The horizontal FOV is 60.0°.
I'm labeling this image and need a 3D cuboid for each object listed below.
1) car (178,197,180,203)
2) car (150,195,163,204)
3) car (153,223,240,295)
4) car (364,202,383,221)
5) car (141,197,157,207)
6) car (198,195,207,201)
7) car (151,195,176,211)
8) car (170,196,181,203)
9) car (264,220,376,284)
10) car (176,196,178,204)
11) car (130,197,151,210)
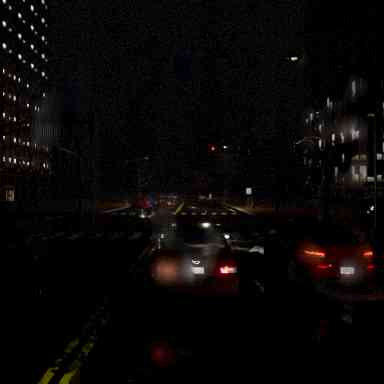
[{"bbox_3d":[-3.418,1.421,59.127,2.128,1.511,4.902,0,0,0],"label":"car"},{"bbox_3d":[-6.674,1.427,62.522,1.837,1.490,4.892,0,0,0],"label":"car"},{"bbox_3d":[0.088,1.544,8.864,2.033,1.411,5.357,0,0,0],"label":"car"},{"bbox_3d":[16.986,1.279,26.703,5.566,2.045,2.150,0,0,3],"label":"car"},{"bbox_3d":[-6.670,1.470,52.157,1.812,1.442,4.674,0,0,0],"label":"car"},{"bbox_3d":[2.528,1.391,82.843,1.812,1.442,4.674,0,0,-4],"label":"car"},{"bbox_3d":[-3.403,1.319,40.615,2.097,1.767,4.553,0,0,0],"label":"car"},{"bbox_3d":[-3.433,1.471,69.161,1.994,1.385,4.181,0,0,-1],"label":"car"},{"bbox_3d":[3.336,1.522,9.449,1.812,1.442,4.674,0,0,0],"label":"car"},{"bbox_3d":[-3.414,1.455,49.508,1.837,1.490,4.892,0,0,0],"label":"car"},{"bbox_3d":[-6.658,1.442,42.237,1.882,1.535,5.008,0,0,0],"label":"car"}]
